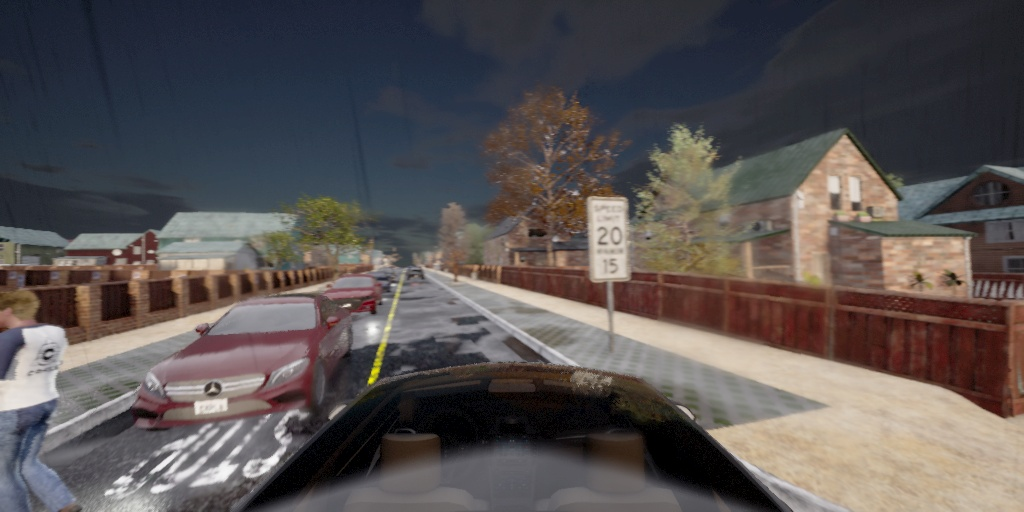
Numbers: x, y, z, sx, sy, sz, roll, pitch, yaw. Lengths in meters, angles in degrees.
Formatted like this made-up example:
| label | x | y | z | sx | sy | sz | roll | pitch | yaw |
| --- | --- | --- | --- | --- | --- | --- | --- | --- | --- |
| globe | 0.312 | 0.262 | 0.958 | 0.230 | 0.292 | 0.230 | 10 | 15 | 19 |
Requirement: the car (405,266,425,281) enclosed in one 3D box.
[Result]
| label | x | y | z | sx | sy | sz | roll | pitch | yaw |
| --- | --- | --- | --- | --- | --- | --- | --- | --- | --- |
| car | -10.886 | 1.944 | 40.472 | 1.837 | 1.490 | 4.892 | -1 | -1 | -16 |

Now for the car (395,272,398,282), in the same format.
| label | x | y | z | sx | sy | sz | roll | pitch | yaw |
| --- | --- | --- | --- | --- | --- | --- | --- | --- | --- |
| car | -12.373 | 1.912 | 35.210 | 1.837 | 1.490 | 4.892 | -1 | -1 | -16 |

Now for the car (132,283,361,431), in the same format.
| label | x | y | z | sx | sy | sz | roll | pitch | yaw |
| --- | --- | --- | --- | --- | --- | --- | --- | --- | --- |
| car | -3.907 | 1.408 | 6.118 | 1.812 | 1.442 | 4.674 | -1 | -1 | -16 |

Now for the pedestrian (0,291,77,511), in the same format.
| label | x | y | z | sx | sy | sz | roll | pitch | yaw |
| --- | --- | --- | --- | --- | --- | --- | --- | --- | --- |
| pedestrian | -3.603 | 1.132 | 2.631 | 0.375 | 1.860 | 0.375 | 0 | -2 | -16 |

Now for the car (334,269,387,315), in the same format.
| label | x | y | z | sx | sy | sz | roll | pitch | yaw |
| --- | --- | --- | --- | --- | --- | --- | --- | --- | --- |
| car | -6.530 | 1.517 | 15.086 | 1.882 | 1.535 | 5.008 | -1 | -1 | -16 |

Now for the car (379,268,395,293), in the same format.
| label | x | y | z | sx | sy | sz | roll | pitch | yaw |
| --- | --- | --- | --- | --- | --- | --- | --- | --- | --- |
| car | -9.294 | 1.774 | 24.559 | 1.994 | 1.385 | 4.181 | -1 | -1 | -16 |
